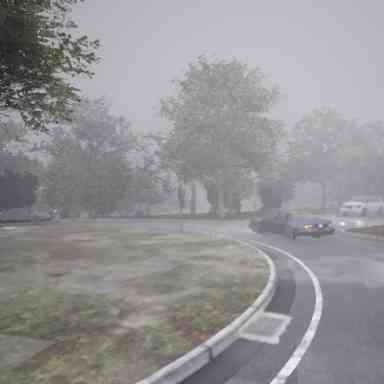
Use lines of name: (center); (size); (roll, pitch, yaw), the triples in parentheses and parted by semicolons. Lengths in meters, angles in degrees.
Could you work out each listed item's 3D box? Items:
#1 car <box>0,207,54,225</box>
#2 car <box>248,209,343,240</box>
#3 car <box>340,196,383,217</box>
car: (-14.356, 1.991, 27.529); (5.357, 1.411, 2.033); (0, -1, -13)
car: (5.134, 1.689, 18.005); (2.033, 1.411, 5.357); (0, -1, -22)
car: (17.295, 1.404, 33.607); (5.566, 2.045, 2.150); (0, -1, -36)
